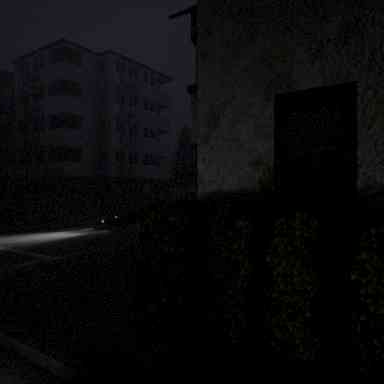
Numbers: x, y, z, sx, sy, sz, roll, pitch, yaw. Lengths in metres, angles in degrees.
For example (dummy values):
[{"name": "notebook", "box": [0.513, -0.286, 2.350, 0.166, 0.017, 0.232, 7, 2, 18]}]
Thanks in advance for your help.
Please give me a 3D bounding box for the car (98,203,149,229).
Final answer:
[{"name": "car", "box": [-3.929, 1.492, 21.903, 2.128, 1.511, 4.902, 0, 0, 35]}]
